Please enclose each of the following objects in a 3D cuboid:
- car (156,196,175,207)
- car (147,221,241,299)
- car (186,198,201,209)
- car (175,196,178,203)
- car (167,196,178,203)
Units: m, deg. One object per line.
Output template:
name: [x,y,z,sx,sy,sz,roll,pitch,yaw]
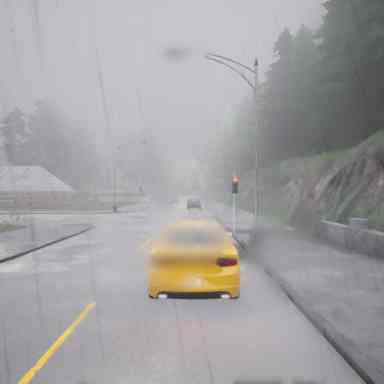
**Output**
car: [-4.047,1.352,49.457,2.097,1.767,4.553,0,0,0]
car: [0.061,1.478,8.490,1.882,1.535,5.008,0,0,1]
car: [0.233,1.547,45.115,2.033,1.411,5.357,0,0,-1]
car: [-4.020,1.564,58.776,1.994,1.385,4.181,0,0,0]
car: [-3.938,1.564,68.785,1.994,1.385,4.181,0,0,1]
